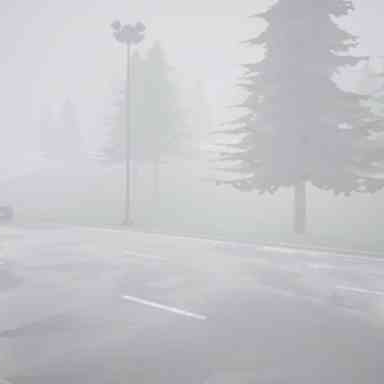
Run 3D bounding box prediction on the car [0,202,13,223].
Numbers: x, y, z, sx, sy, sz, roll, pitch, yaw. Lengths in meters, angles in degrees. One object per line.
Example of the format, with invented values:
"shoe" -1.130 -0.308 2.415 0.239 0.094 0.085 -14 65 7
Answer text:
"car" -14.188 1.310 22.709 5.008 1.535 1.882 0 0 35
